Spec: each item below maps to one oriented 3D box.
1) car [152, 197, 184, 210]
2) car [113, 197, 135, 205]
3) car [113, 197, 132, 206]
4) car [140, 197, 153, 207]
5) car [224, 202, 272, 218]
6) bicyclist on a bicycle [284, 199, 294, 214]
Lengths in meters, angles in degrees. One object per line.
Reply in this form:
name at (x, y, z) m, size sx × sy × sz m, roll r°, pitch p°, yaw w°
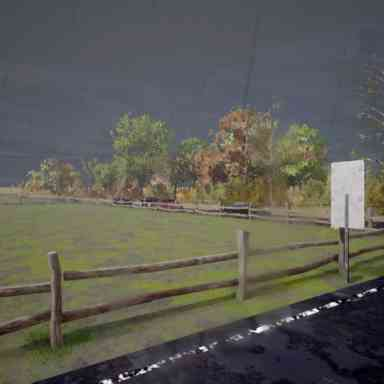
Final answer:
car at (-2.832, 1.569, 42.201) m, size 1.812 × 1.442 × 4.674 m, roll 0°, pitch 0°, yaw -35°
car at (-12.540, 1.589, 61.227) m, size 2.033 × 1.411 × 5.357 m, roll 0°, pitch 0°, yaw -35°
car at (-11.485, 1.512, 54.865) m, size 1.994 × 1.385 × 4.181 m, roll 0°, pitch 0°, yaw -35°
car at (-6.594, 1.524, 52.714) m, size 1.882 × 1.535 × 5.008 m, roll 0°, pitch 0°, yaw -34°
car at (5.110, 1.634, 30.700) m, size 1.895 × 1.301 × 4.718 m, roll 0°, pitch 0°, yaw -35°
bicyclist on a bicycle at (9.956, 1.490, 34.192) m, size 1.656 × 1.620 × 0.582 m, roll 0°, pitch 0°, yaw -35°
